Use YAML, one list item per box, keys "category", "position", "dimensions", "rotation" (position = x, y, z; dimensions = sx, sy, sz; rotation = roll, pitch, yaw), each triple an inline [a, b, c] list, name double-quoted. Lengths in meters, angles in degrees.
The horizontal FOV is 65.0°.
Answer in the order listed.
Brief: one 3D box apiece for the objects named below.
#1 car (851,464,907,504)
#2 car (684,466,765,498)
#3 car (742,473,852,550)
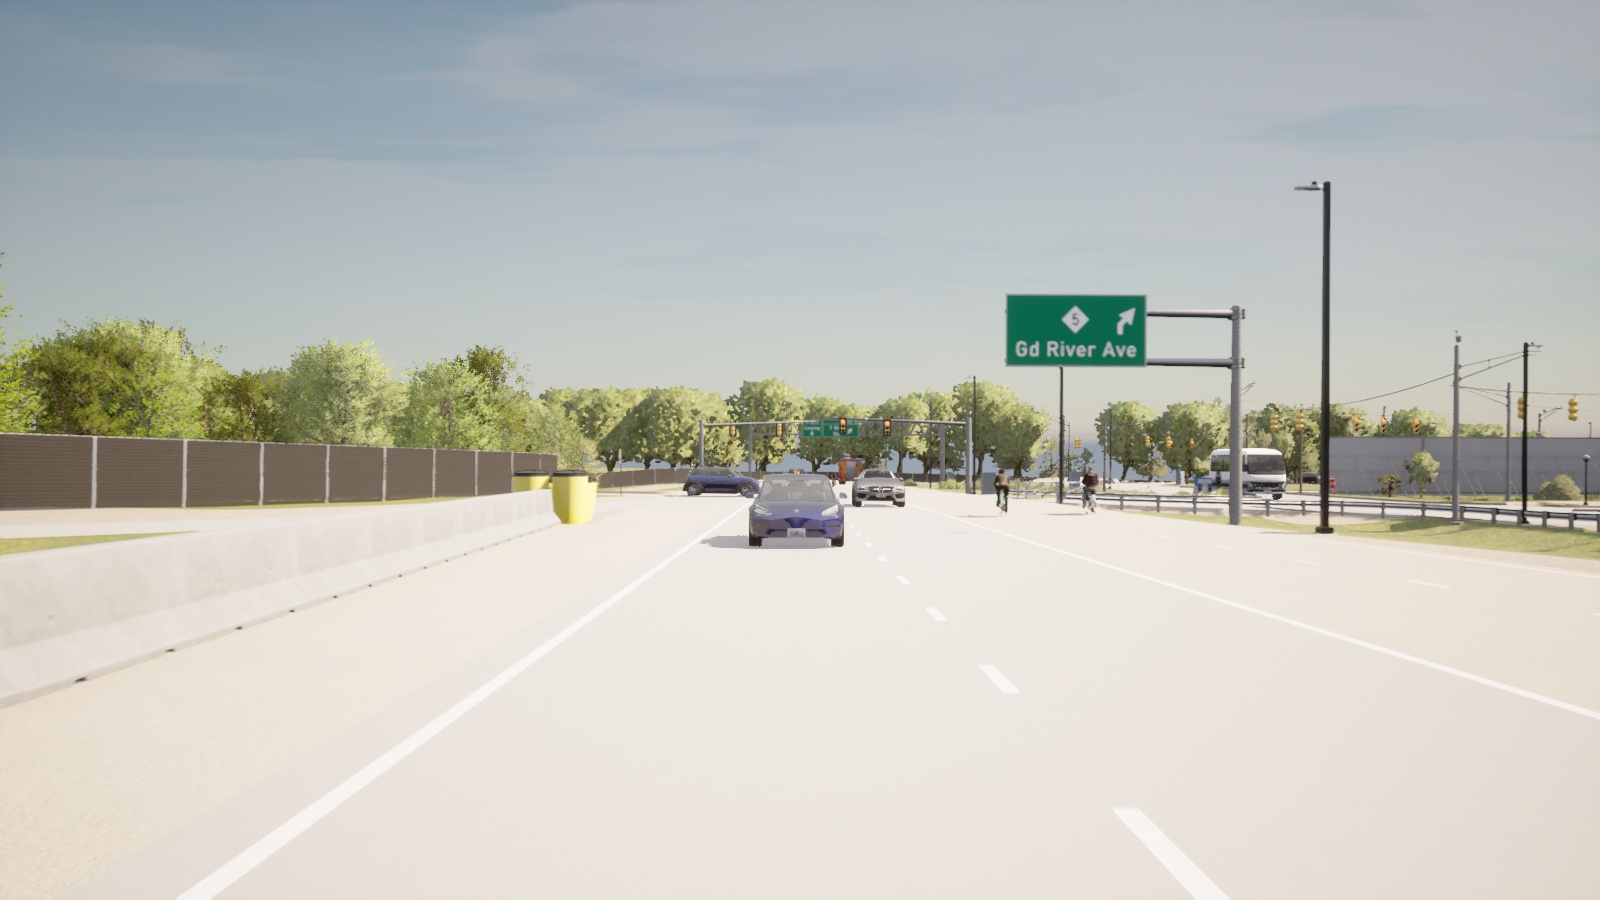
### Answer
- category: "car"
  position: [3.376, 1.446, 54.534]
  dimensions: [2.152, 1.651, 5.027]
  rotation: [0, -1, 0]
- category: "car"
  position: [-4.315, 1.830, 72.148]
  dimensions: [4.553, 1.767, 2.097]
  rotation: [0, -1, 0]
- category: "car"
  position: [-0.063, 1.250, 27.083]
  dimensions: [2.163, 1.488, 4.792]
  rotation: [0, -1, 0]
